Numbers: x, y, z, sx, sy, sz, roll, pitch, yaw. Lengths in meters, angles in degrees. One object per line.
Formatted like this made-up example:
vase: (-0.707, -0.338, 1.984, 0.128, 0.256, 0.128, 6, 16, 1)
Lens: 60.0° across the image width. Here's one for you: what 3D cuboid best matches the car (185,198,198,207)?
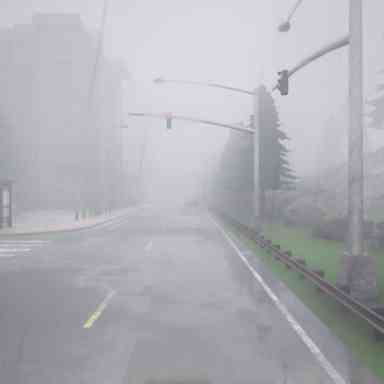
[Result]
car: (-0.039, 1.548, 50.677, 1.994, 1.385, 4.181, 0, 0, 0)
